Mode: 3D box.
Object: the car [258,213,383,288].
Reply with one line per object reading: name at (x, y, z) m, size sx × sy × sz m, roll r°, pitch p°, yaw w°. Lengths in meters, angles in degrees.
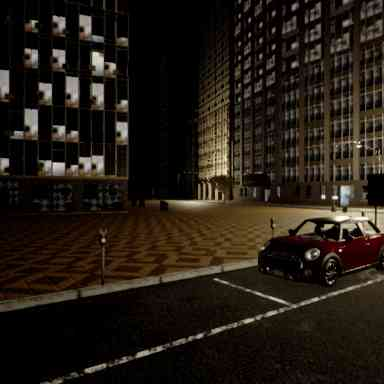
car at (3.710, 1.436, 9.208) m, size 4.097 × 1.590 × 1.967 m, roll 0°, pitch 0°, yaw -36°
